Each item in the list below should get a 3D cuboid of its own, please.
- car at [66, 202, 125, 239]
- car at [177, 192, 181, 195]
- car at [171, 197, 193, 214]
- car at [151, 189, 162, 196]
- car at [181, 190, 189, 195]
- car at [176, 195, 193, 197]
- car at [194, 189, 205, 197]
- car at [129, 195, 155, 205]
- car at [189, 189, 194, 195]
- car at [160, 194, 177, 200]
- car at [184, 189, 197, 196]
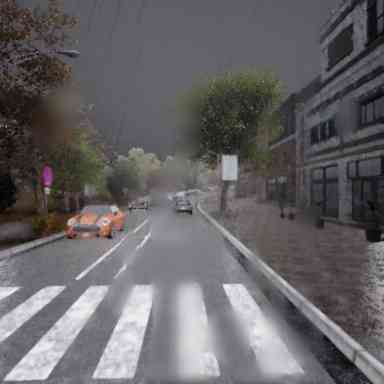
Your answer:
[{"bbox_3d":[-4.819,1.361,17.181,2.097,1.767,4.553,0,0,-2],"label":"car"},{"bbox_3d":[-4.168,1.192,67.616,2.097,1.535,5.008,1,3,8],"label":"car"},{"bbox_3d":[-0.953,1.584,35.219,1.994,1.385,4.181,0,0,-2],"label":"car"},{"bbox_3d":[-9.179,0.068,85.772,2.097,1.767,4.553,0,2,7],"label":"car"},{"bbox_3d":[-2.763,0.778,78.049,2.002,1.452,4.674,-1,2,10],"label":"car"},{"bbox_3d":[-1.143,1.580,53.730,2.033,1.411,5.357,0,0,1],"label":"car"},{"bbox_3d":[2.018,0.401,84.321,2.033,1.411,5.357,0,3,12],"label":"car"},{"bbox_3d":[-5.049,1.269,33.241,1.895,1.301,4.718,0,0,1],"label":"car"},{"bbox_3d":[-1.630,0.455,84.170,2.097,1.535,5.008,-1,3,12],"label":"car"},{"bbox_3d":[-4.486,1.522,61.489,2.002,1.452,4.674,-2,2,2],"label":"car"},{"bbox_3d":[-0.412,0.174,89.741,2.231,1.521,4.892,0,3,14],"label":"car"}]
